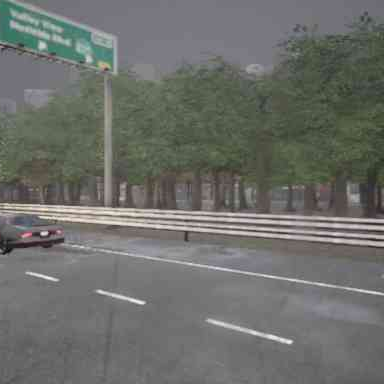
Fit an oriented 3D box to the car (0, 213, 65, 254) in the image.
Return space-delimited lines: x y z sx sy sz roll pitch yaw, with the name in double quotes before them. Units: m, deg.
"car" -7.360 1.548 13.424 5.357 1.411 2.033 0 0 36
